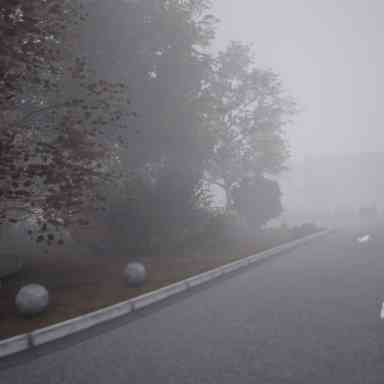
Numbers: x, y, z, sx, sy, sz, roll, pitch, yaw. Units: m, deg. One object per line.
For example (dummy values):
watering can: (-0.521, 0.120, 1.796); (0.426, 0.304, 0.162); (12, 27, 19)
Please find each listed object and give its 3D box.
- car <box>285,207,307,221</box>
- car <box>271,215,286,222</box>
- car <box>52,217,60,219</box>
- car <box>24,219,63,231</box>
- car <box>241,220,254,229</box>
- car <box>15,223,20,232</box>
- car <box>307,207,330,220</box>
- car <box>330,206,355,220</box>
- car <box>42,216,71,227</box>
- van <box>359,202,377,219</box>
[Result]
car: (15.192, 3.038, 46.466); (2.185, 1.767, 4.553); (-5, -3, 31)
car: (12.798, 3.116, 47.926); (2.435, 2.045, 5.566); (-5, -3, 31)
car: (-27.689, 6.679, 72.828); (1.946, 1.575, 5.366); (-4, -3, 31)
car: (-24.432, 5.785, 55.303); (2.097, 1.535, 5.008); (-4, -3, 31)
car: (6.288, 3.220, 36.534); (2.231, 1.521, 4.892); (-5, -3, 31)
car: (-26.797, 5.968, 56.748); (2.231, 1.521, 4.892); (-4, -3, 31)
car: (17.579, 2.834, 45.009); (2.185, 1.767, 4.553); (-5, -3, 31)
car: (19.933, 2.630, 43.499); (2.185, 1.767, 4.553); (-5, -3, 31)
car: (-30.171, 6.611, 74.162); (2.435, 2.045, 5.566); (-4, -3, 31)
van: (22.390, 2.328, 42.173); (1.878, 1.987, 4.442); (-5, -3, 31)
